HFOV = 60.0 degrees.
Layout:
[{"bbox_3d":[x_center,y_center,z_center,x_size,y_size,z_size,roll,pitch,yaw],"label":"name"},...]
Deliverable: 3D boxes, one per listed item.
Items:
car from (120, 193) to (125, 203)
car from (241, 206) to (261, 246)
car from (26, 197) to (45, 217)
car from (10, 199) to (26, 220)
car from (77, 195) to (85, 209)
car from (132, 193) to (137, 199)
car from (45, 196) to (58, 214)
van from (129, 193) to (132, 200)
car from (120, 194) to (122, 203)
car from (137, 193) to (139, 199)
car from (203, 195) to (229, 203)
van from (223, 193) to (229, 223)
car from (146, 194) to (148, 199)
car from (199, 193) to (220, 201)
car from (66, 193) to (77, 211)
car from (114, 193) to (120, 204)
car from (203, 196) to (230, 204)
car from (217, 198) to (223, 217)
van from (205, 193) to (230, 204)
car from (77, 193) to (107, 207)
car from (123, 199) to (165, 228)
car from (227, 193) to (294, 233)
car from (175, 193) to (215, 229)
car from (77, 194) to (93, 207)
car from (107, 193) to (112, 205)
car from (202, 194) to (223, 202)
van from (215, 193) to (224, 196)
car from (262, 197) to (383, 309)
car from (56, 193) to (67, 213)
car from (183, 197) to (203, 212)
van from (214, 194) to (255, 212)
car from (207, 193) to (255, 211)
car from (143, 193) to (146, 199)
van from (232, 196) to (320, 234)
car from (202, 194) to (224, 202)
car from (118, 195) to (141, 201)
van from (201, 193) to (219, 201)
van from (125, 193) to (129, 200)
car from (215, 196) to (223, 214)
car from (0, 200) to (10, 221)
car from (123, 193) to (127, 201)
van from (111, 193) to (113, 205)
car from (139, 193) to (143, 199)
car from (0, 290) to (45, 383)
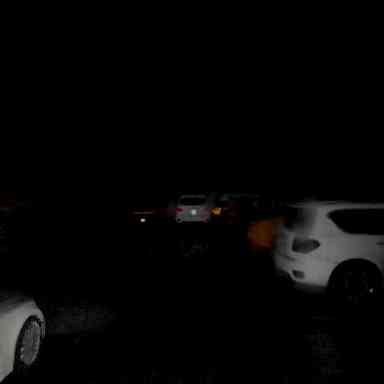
[{"bbox_3d":[-15.519,1.454,61.371,4.792,1.488,2.163,0,0,0],"label":"car"},{"bbox_3d":[4.636,1.463,12.779,5.008,1.535,2.097,0,0,0],"label":"car"},{"bbox_3d":[-15.570,1.398,28.026,5.008,1.535,2.097,0,0,0],"label":"car"},{"bbox_3d":[-15.608,1.276,25.244,4.553,1.767,2.185,0,0,0],"label":"car"},{"bbox_3d":[-15.563,1.428,39.140,4.674,1.452,2.002,0,0,0],"label":"car"},{"bbox_3d":[-15.568,1.219,72.488,5.566,2.045,2.435,0,0,0],"label":"car"},{"bbox_3d":[-15.578,1.395,30.803,4.892,1.521,2.231,0,0,0],"label":"car"},{"bbox_3d":[-15.426,1.231,69.708,4.442,1.987,1.878,0,0,0],"label":"van"},{"bbox_3d":[-15.544,1.418,58.593,4.892,1.521,2.231,0,0,0],"label":"car"},{"bbox_3d":[-15.533,1.540,77.980,4.674,1.452,2.002,0,0,0],"label":"car"},{"bbox_3d":[4.634,1.455,65.292,4.892,1.521,2.231,0,0,0],"label":"car"},{"bbox_3d":[4.758,1.211,23.935,4.442,1.987,1.878,0,0,0],"label":"van"},{"bbox_3d":[-15.520,1.588,91.816,5.008,1.535,2.097,0,0,0],"label":"car"},{"bbox_3d":[4.668,1.326,90.108,5.566,2.045,2.435,0,0,0],"label":"car"},{"bbox_3d":[-15.537,1.264,36.361,4.553,1.767,2.185,0,0,0],"label":"car"},{"bbox_3d":[-15.525,1.157,55.812,5.566,2.045,2.435,0,0,0],"label":"car"},{"bbox_3d":[4.634,1.446,62.536,4.892,1.521,2.231,0,0,0],"label":"car"},{"bbox_3d":[4.638,1.472,26.692,4.674,1.452,2.002,0,0,0],"label":"car"},{"bbox_3d":[4.523,1.211,59.655,4.442,1.987,1.878,0,0,0],"label":"van"},{"bbox_3d":[-15.531,1.142,47.477,5.566,2.045,2.435,0,0,0],"label":"car"},{"bbox_3d":[-2.898,1.452,22.082,2.128,1.511,4.902,0,0,0],"label":"car"},{"bbox_3d":[4.670,1.206,15.662,5.566,2.045,2.435,0,0,0],"label":"car"},{"bbox_3d":[0.113,1.184,21.303,2.150,2.045,5.566,0,0,0],"label":"car"},{"bbox_3d":[-15.558,1.390,41.919,4.892,1.521,2.231,0,0,0],"label":"car"},{"bbox_3d":[-15.372,1.395,50.255,5.366,1.575,1.946,0,0,0],"label":"car"},{"bbox_3d":[4.671,1.373,76.321,4.553,1.767,2.185,0,0,0],"label":"car"},{"bbox_3d":[4.758,1.196,32.208,4.442,1.987,1.878,0,0,0],"label":"van"},{"bbox_3d":[4.670,1.222,7.387,5.566,2.045,2.435,0,0,0],"label":"car"},{"bbox_3d":[-15.539,1.265,33.580,4.553,1.767,2.185,0,0,0],"label":"car"},{"bbox_3d":[0.101,1.426,39.348,2.128,1.511,4.902,0,0,0],"label":"car"},{"bbox_3d":[4.757,1.191,37.721,4.442,1.987,1.878,0,0,0],"label":"van"},{"bbox_3d":[4.669,1.164,40.479,5.566,2.045,2.435,0,0,0],"label":"car"},{"bbox_3d":[-15.559,1.301,86.385,5.566,2.045,2.435,0,0,0],"label":"car"},{"bbox_3d":[4.525,1.225,18.419,4.442,1.987,1.878,0,0,0],"label":"van"},{"bbox_3d":[4.609,1.360,73.563,4.553,1.767,2.185,0,0,0],"label":"car"},{"bbox_3d":[-15.717,1.531,83.603,5.366,1.575,1.946,0,0,0],"label":"car"},{"bbox_3d":[4.523,1.318,84.593,4.442,1.987,1.878,0,0,0],"label":"van"},{"bbox_3d":[-15.661,1.220,66.931,4.442,1.987,1.878,0,0,0],"label":"van"},{"bbox_3d":[4.456,1.423,29.450,5.366,1.575,1.946,0,0,0],"label":"car"},{"bbox_3d":[-15.573,1.407,22.466,5.008,1.535,2.097,0,0,0],"label":"car"},{"bbox_3d":[-15.544,1.474,64.025,4.674,1.452,2.002,0,0,0],"label":"car"},{"bbox_3d":[-15.438,1.177,53.035,4.442,1.987,1.878,0,0,0],"label":"van"},{"bbox_3d":[-15.505,1.265,80.700,5.566,2.045,2.435,0,0,0],"label":"car"},{"bbox_3d":[-2.901,1.523,2.589,1.812,1.442,4.674,0,0,0],"label":"car"}]
